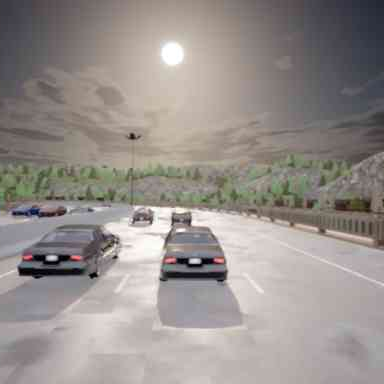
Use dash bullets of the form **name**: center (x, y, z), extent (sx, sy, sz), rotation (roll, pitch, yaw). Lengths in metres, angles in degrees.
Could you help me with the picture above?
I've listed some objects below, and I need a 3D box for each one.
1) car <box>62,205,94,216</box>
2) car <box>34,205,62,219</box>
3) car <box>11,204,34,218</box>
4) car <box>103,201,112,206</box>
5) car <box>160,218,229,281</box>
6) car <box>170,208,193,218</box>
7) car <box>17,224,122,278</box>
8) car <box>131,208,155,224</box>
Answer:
- **car**: center (-11.938, 2.195, 36.038), extent (2.128, 1.511, 4.902), rotation (1, -2, -3)
- **car**: center (-15.508, 2.166, 37.397), extent (1.882, 1.535, 5.008), rotation (1, -2, -3)
- **car**: center (-19.075, 2.148, 38.611), extent (1.882, 1.535, 5.008), rotation (1, -1, -3)
- **car**: center (-19.375, 2.793, 75.971), extent (1.837, 1.490, 4.892), rotation (1, -2, -22)
- **car**: center (-0.046, 1.779, 10.531), extent (2.033, 1.411, 5.357), rotation (1, -1, -3)
- **car**: center (-0.959, 2.201, 30.289), extent (2.128, 1.511, 4.902), rotation (1, -1, -3)
- **car**: center (-3.551, 1.735, 10.686), extent (2.033, 1.411, 5.357), rotation (1, -1, -2)
- **car**: center (-4.517, 2.215, 31.446), extent (1.812, 1.442, 4.674), rotation (1, -1, -3)
